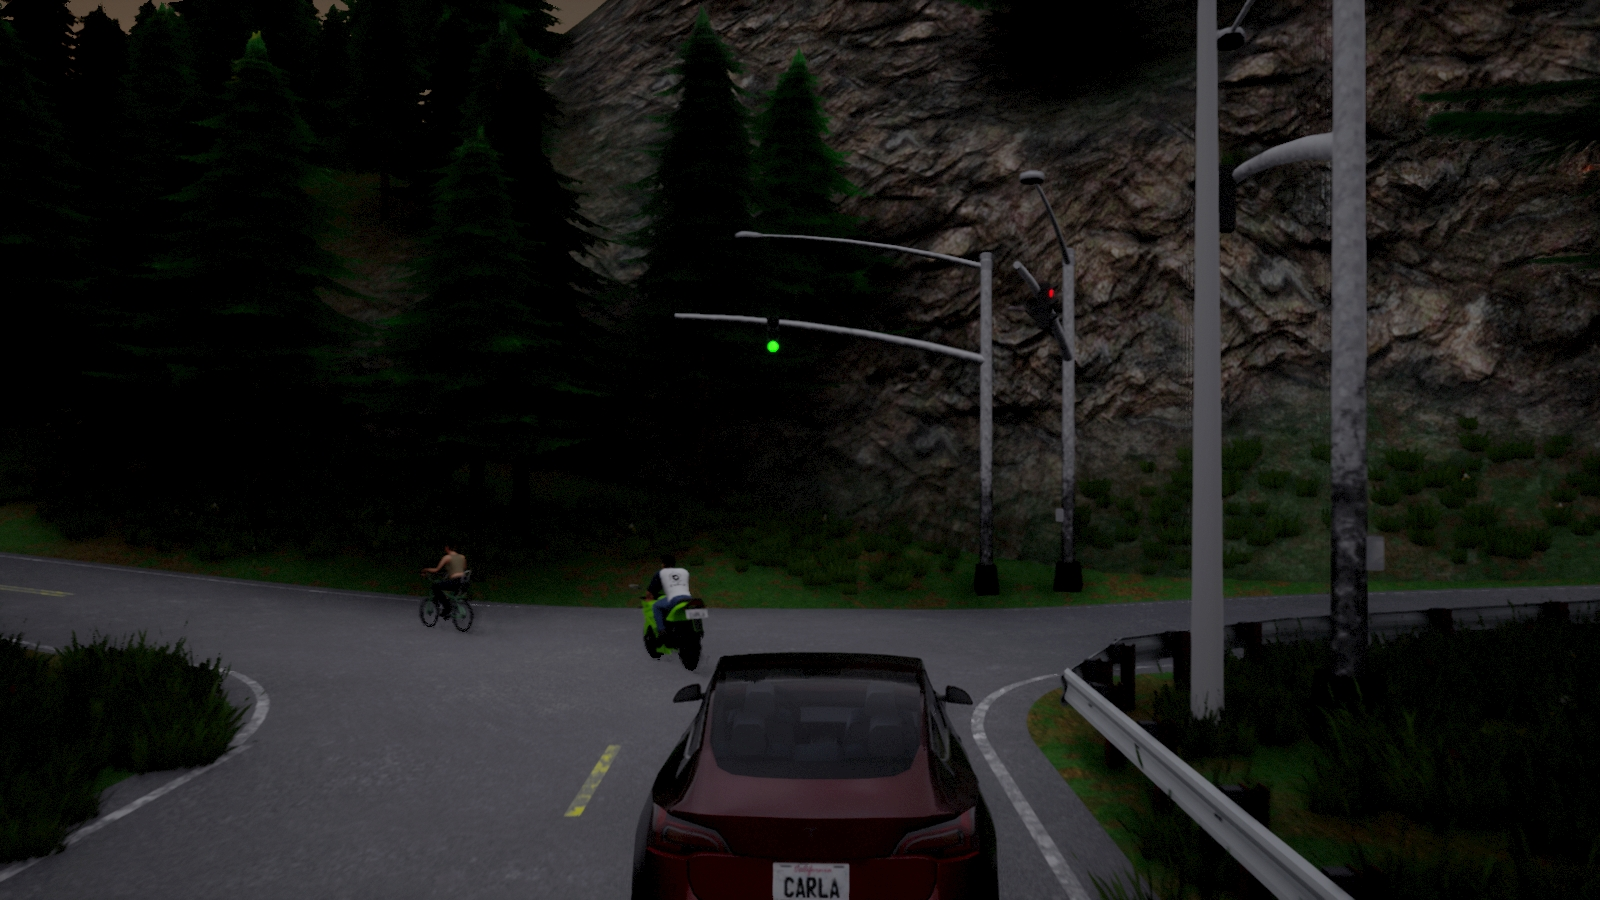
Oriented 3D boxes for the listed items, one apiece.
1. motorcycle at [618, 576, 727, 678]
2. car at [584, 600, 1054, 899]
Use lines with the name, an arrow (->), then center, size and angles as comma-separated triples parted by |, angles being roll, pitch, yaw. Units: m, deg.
motorcycle -> -1.765, 2.358, 15.555 | 0.803, 1.145, 2.033 | 0, -3, -27
car -> 0.168, 2.066, 7.648 | 2.163, 1.488, 4.792 | 0, 0, 2
